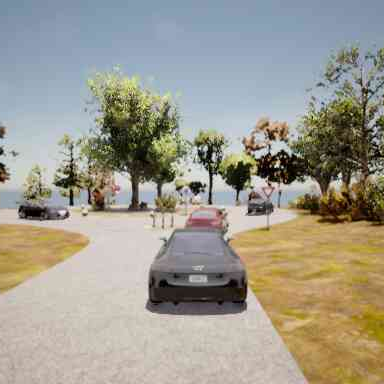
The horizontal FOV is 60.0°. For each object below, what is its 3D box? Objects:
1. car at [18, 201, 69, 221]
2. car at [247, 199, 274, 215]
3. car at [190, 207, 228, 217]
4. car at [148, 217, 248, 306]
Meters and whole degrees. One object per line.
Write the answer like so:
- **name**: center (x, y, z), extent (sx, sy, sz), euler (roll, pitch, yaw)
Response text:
- **car**: center (-11.983, 1.461, 26.764), extent (4.902, 1.511, 2.128), euler (0, 0, 32)
- **car**: center (6.985, 1.466, 33.592), extent (1.837, 1.490, 4.892), euler (2, 1, 27)
- **car**: center (0.810, 1.505, 16.983), extent (1.812, 1.442, 4.674), euler (0, 0, 10)
- **car**: center (0.117, 1.554, 8.109), extent (1.994, 1.385, 4.181), euler (0, 0, 0)
